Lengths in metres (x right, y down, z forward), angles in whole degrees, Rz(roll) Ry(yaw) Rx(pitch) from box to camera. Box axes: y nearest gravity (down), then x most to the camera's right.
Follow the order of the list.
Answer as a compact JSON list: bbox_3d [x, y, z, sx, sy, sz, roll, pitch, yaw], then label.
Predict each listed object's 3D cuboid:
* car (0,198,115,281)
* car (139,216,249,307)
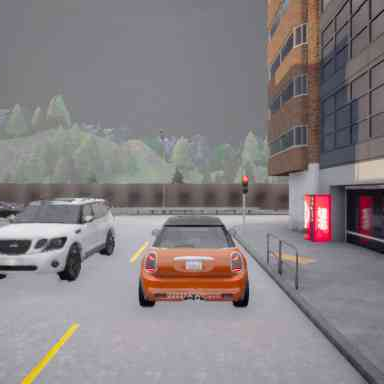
[{"bbox_3d":[-3.976,1.222,10.234,2.150,2.045,5.566,0,0,2],"label":"car"},{"bbox_3d":[0.045,1.352,8.155,2.097,1.767,4.553,0,0,0],"label":"car"}]
